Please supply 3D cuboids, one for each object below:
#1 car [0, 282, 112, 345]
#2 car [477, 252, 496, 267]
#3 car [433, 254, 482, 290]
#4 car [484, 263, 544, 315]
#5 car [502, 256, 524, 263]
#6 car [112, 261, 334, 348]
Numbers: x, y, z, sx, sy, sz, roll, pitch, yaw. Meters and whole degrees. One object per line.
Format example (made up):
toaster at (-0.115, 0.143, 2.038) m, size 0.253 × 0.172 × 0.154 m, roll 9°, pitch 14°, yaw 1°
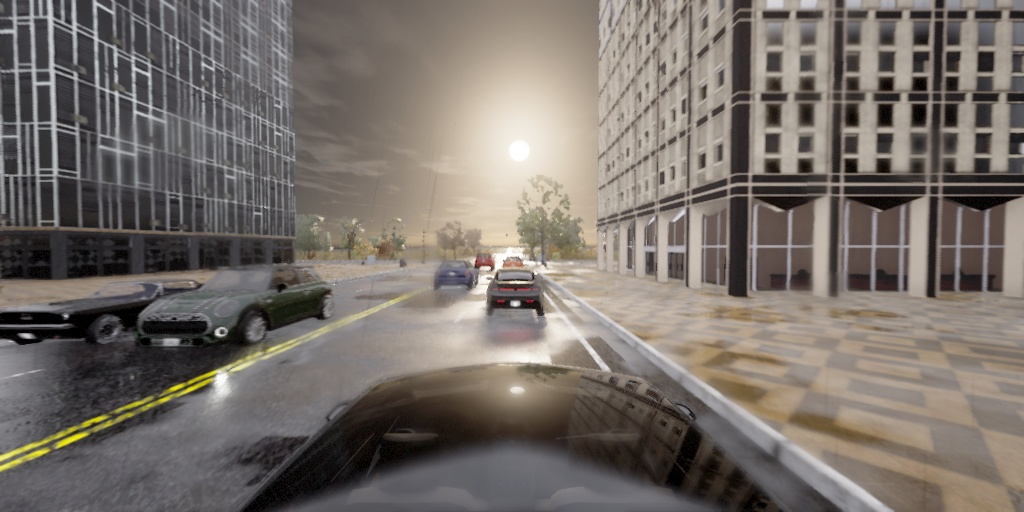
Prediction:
car at (-9.774, 1.285, 9.432) m, size 1.895 × 1.301 × 4.718 m, roll 0°, pitch 0°, yaw 0°
car at (-3.146, 0.604, 42.339) m, size 2.150 × 2.045 × 5.566 m, roll 0°, pitch 0°, yaw 0°
car at (-3.145, 0.937, 20.943) m, size 2.097 × 1.767 × 4.553 m, roll 0°, pitch 1°, yaw 0°
car at (0.101, 1.156, 13.092) m, size 1.837 × 1.490 × 4.892 m, roll 0°, pitch 0°, yaw 0°
car at (0.104, 0.791, 36.458) m, size 2.097 × 1.767 × 4.553 m, roll 0°, pitch 1°, yaw 0°
car at (-6.527, 1.038, 9.121) m, size 2.097 × 1.767 × 4.553 m, roll 0°, pitch 1°, yaw 0°
